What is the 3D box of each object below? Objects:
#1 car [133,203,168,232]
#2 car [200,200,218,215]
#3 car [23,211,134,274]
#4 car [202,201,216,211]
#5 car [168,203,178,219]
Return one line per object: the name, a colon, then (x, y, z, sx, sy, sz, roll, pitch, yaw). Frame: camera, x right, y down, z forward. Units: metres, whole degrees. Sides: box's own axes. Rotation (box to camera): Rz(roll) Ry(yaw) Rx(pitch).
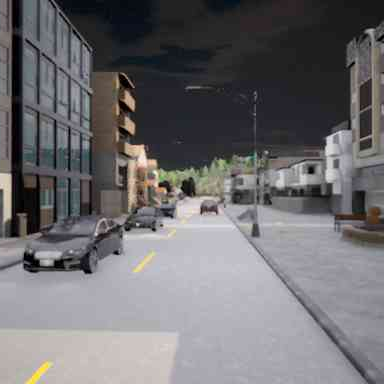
car: (-3.011, 1.678, 21.821, 1.837, 1.490, 4.892, 0, 0, 4)
car: (1.995, 1.666, 38.922, 2.097, 1.767, 4.553, 0, 0, 3)
car: (-3.616, 1.579, 11.009, 2.128, 1.511, 4.902, 0, -1, 3)
car: (2.473, 1.994, 48.771, 1.895, 1.301, 4.718, 0, 0, 3)
car: (-2.475, 1.806, 32.426, 2.033, 1.411, 5.357, 0, 0, 3)
